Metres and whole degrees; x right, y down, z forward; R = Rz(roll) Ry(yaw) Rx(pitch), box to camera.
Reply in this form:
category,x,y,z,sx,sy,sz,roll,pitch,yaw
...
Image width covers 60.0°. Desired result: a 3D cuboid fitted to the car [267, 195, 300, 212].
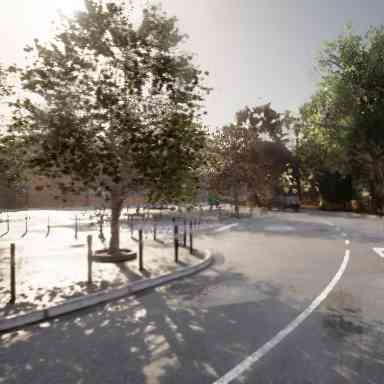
category,x,y,z,sx,sy,sz,roll,pitch,yaw
car,11.801,1.463,43.348,2.150,2.045,5.566,0,-1,-16

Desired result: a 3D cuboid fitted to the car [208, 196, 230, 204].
category,x,y,z,sx,sy,sz,roll,pitch,yaw
car,7.259,2.117,90.825,5.566,2.045,2.435,0,-1,21

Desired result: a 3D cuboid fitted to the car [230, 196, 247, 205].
category,x,y,z,sx,sy,sz,roll,pitch,yaw
car,11.116,2.307,79.567,1.994,1.385,4.181,0,-1,21

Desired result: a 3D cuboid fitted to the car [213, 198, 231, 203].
category,x,y,z,sx,sy,sz,roll,pitch,yaw
car,8.313,2.433,93.444,4.674,1.452,2.002,0,-1,21
